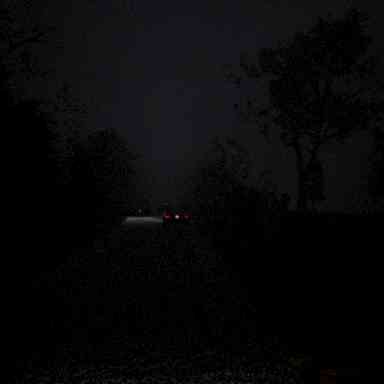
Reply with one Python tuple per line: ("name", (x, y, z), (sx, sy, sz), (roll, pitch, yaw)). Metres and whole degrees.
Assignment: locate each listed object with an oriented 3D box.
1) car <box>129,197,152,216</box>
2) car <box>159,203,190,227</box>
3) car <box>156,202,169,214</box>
("car", (-5.681, 1.588, 36.806), (2.150, 2.045, 5.566), (1, -1, -8))
("car", (-1.241, 1.744, 24.664), (2.033, 1.411, 5.357), (0, -1, -6))
("car", (-3.511, 2.015, 42.726), (1.812, 1.442, 4.674), (0, -1, -8))
